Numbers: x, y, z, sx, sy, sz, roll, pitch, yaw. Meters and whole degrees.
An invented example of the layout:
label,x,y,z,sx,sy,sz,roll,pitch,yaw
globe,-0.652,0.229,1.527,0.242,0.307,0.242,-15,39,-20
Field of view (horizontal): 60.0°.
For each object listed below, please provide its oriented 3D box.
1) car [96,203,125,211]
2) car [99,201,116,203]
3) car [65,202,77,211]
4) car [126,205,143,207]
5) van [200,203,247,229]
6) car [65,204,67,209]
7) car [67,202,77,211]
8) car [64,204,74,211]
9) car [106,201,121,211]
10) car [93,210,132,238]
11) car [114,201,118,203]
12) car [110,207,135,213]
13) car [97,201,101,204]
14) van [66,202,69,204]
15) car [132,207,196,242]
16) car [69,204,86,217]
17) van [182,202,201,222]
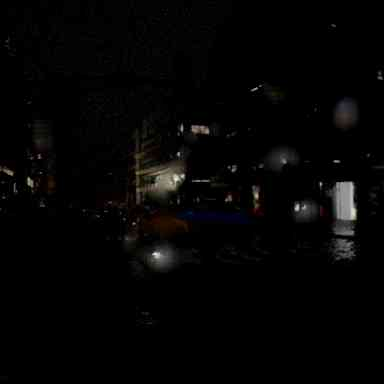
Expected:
label,x,y,z,sx,sy,sz,roll,pitch,yaw
car,-9.187,2.364,37.314,1.837,1.490,4.892,-1,-1,-22
car,-15.467,2.904,60.943,1.837,1.490,4.892,-1,-1,-22
car,-26.657,3.201,72.910,2.192,1.841,5.009,-2,-1,-22
car,-8.240,2.620,50.175,1.802,1.307,4.206,-2,-1,-22
van,2.409,1.688,24.283,1.690,1.788,3.998,-2,-1,-22
car,-20.232,3.020,57.379,2.008,1.369,4.403,-2,-1,-22
car,-18.104,2.771,52.202,1.967,1.590,4.097,-2,-1,-22
car,-28.796,3.575,78.080,2.008,1.369,4.403,-2,-1,-22
car,-16.777,2.908,70.893,2.192,1.841,5.009,-2,-1,-22
car,-5.309,2.082,21.127,1.802,1.307,4.206,-2,-1,-22
car,-12.570,2.845,60.691,1.752,1.417,4.829,-2,-1,-22
car,-5.356,2.211,27.984,1.895,1.301,4.718,-1,-1,-22
car,-21.041,3.185,81.251,2.192,1.841,5.009,-2,-1,-22
van,-22.371,2.949,62.560,1.690,1.788,3.998,-2,-1,-22
car,-1.782,1.856,19.290,1.882,1.535,5.008,-1,-1,-23
car,-15.967,2.774,47.022,1.802,1.307,4.206,-2,-1,-22
van,0.277,1.826,29.462,1.690,1.788,3.998,-2,-1,-22
